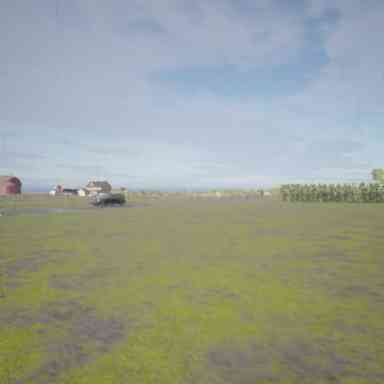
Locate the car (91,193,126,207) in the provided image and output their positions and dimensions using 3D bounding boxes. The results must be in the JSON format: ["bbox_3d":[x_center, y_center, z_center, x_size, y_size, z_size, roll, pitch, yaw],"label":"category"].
[{"bbox_3d":[-12.516,1.194,50.352,2.150,2.045,5.566,1,0,34],"label":"car"}]
